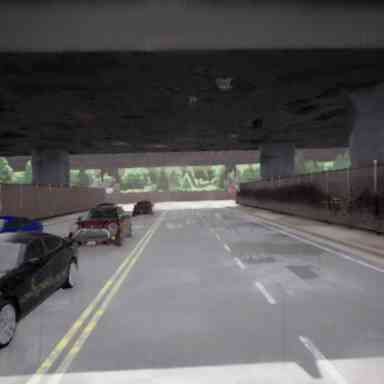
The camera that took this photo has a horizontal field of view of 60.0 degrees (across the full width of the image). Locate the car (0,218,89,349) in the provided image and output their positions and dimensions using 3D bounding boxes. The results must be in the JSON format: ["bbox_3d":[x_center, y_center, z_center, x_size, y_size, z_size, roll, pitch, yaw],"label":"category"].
[{"bbox_3d":[-3.758,1.581,6.561,1.882,1.535,5.008,-2,0,-2],"label":"car"}]

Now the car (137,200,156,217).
[{"bbox_3d":[-4.688,1.581,33.079,1.882,1.535,5.008,-2,0,-2],"label":"car"}]

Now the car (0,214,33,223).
[{"bbox_3d":[-7.493,1.686,12.896,1.882,1.535,5.008,-2,0,-2],"label":"car"}]

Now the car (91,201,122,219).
[{"bbox_3d":[-8.167,1.715,32.372,1.837,1.490,4.892,-2,0,-2],"label":"car"}]

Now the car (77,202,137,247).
[{"bbox_3d":[-4.091,1.458,15.510,2.097,1.767,4.553,-2,0,-2],"label":"car"}]
